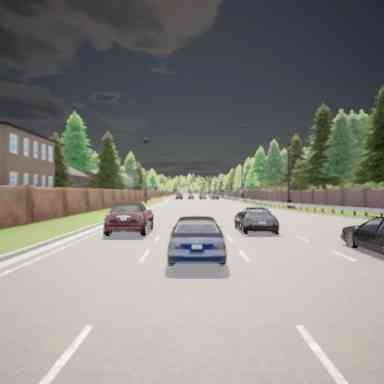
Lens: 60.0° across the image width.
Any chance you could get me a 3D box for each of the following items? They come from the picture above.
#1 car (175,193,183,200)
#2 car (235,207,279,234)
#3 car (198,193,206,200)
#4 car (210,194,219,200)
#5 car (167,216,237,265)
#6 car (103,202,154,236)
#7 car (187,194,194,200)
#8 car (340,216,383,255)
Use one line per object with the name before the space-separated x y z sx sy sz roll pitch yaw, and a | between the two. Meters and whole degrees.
car | -3.832 1.537 95.515 1.812 1.442 4.674 0 0 0
car | 3.646 1.569 19.281 1.994 1.385 4.181 0 0 0
car | 3.170 1.556 95.134 2.033 1.411 5.357 0 0 0
car | 6.670 1.543 95.152 2.128 1.511 4.902 0 0 0
car | 0.155 1.550 11.607 2.033 1.411 5.357 0 0 0
car | -3.350 1.353 18.375 2.097 1.767 4.553 0 0 0
car | -0.330 1.554 95.116 2.033 1.411 5.357 0 0 0
car | 7.154 1.553 11.577 2.033 1.411 5.357 0 0 0
